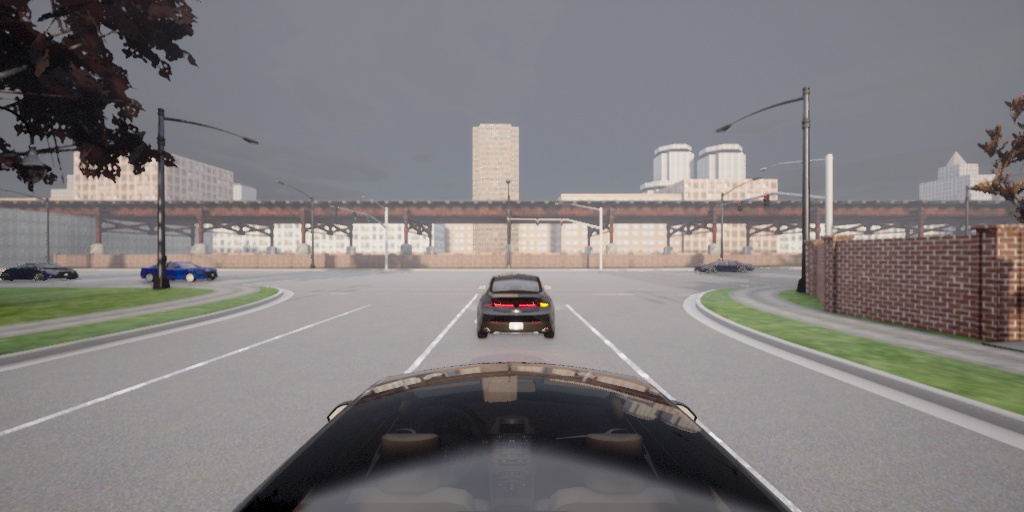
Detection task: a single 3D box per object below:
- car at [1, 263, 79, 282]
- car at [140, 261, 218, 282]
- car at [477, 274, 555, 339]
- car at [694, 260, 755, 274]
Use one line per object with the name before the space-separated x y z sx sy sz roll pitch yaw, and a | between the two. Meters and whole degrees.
car | -36.280 1.259 27.636 4.181 1.385 1.994 0 0 2
car | -25.226 1.173 27.290 5.008 1.535 1.882 0 0 2
car | 0.093 1.238 10.059 1.837 1.490 4.892 0 0 0
car | 21.686 1.107 36.728 5.357 1.411 2.033 -1 0 2
